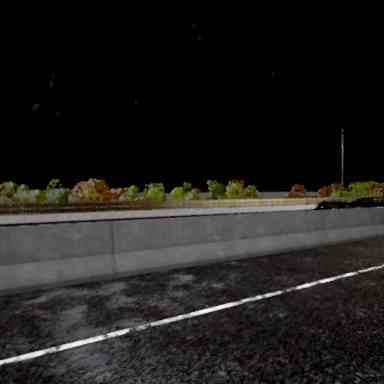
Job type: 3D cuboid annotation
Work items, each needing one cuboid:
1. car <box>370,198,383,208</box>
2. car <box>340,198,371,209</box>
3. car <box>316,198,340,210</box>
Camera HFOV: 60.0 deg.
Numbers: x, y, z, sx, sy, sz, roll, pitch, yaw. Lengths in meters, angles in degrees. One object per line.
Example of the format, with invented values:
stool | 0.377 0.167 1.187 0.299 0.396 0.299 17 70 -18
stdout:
car | 18.321 1.410 29.272 5.357 1.411 2.033 0 0 -34
car | 17.044 1.314 32.636 5.008 1.535 1.882 0 0 -34
car | 15.129 1.377 35.565 4.181 1.385 1.994 0 0 -34
